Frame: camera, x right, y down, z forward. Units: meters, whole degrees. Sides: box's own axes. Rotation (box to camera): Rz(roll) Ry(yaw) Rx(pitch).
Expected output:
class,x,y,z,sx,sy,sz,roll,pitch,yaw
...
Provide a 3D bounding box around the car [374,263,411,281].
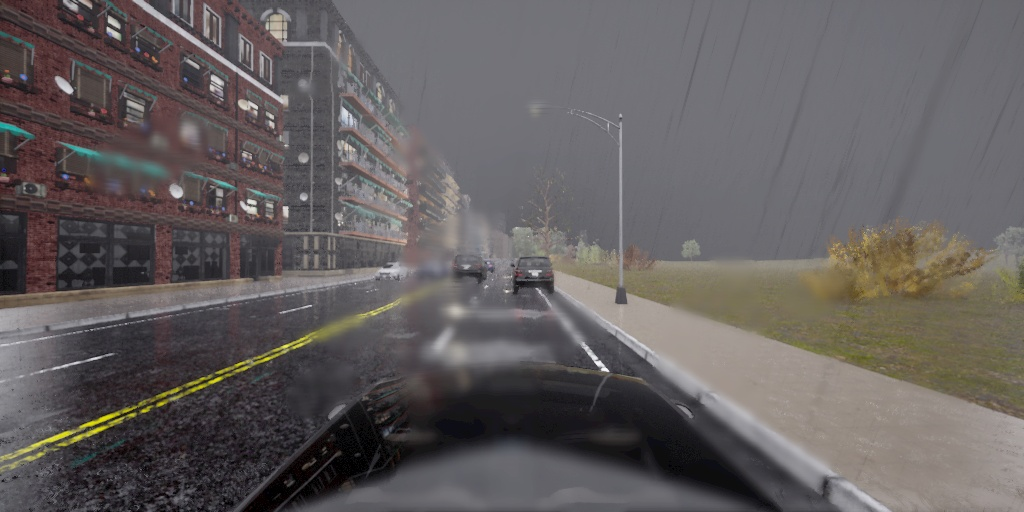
class,x,y,z,sx,sy,sz,roll,pitch,yaw
car,-9.874,1.305,30.049,1.812,1.442,4.674,0,0,0

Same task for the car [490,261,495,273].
class,x,y,z,sx,sy,sz,roll,pitch,yaw
car,-3.186,1.319,44.872,1.812,1.442,4.674,0,0,0

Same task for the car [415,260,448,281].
class,x,y,z,sx,sy,sz,roll,pitch,yaw
car,-6.624,1.132,30.266,2.097,1.767,4.553,0,0,0

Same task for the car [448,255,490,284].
class,x,y,z,sx,sy,sz,roll,pitch,yaw
car,-3.172,0.989,27.721,2.150,2.045,5.566,0,-1,0

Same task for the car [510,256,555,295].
class,x,y,z,sx,sy,sz,roll,pitch,yaw
car,1.122,0.995,20.148,2.150,2.045,5.566,0,0,0
